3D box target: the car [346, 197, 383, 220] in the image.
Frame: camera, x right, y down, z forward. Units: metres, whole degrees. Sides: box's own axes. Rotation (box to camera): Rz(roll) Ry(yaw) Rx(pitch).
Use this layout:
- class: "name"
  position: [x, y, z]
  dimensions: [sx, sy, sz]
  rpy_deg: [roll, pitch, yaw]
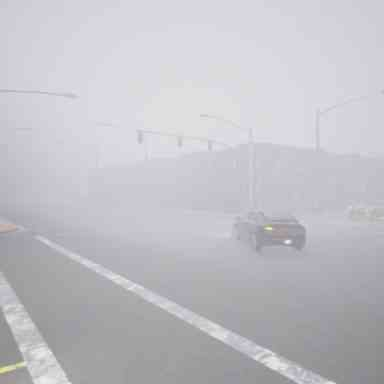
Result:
- class: "car"
  position: [14.761, 1.319, 27.435]
  dimensions: [4.553, 1.767, 2.097]
  rpy_deg: [0, 0, -35]

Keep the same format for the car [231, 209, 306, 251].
- class: "car"
  position: [3.085, 1.493, 14.109]
  dimensions: [1.837, 1.490, 4.892]
  rpy_deg: [2, 0, -7]
